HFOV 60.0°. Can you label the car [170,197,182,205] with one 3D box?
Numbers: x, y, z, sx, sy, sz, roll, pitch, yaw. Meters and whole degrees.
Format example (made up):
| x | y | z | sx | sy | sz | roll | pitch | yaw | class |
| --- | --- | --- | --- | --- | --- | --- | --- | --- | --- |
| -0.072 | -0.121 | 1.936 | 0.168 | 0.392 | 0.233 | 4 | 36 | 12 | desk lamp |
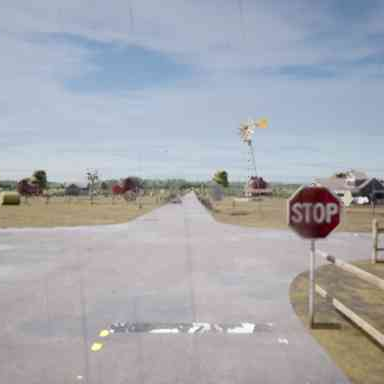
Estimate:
| x | y | z | sx | sy | sz | roll | pitch | yaw | class |
| --- | --- | --- | --- | --- | --- | --- | --- | --- | --- |
| -2.853 | 1.636 | 61.237 | 1.994 | 1.385 | 4.181 | 0 | 0 | 0 | car |
